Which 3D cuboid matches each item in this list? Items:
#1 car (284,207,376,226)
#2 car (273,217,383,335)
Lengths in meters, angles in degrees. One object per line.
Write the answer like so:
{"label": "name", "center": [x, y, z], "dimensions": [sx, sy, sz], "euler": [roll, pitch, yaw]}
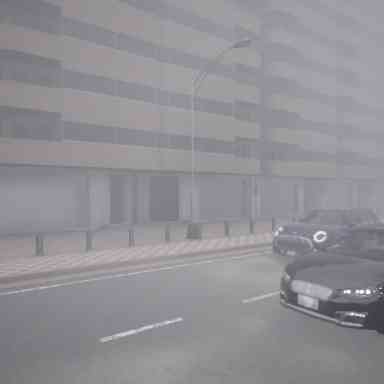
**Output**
{"label": "car", "center": [4.978, 1.351, 11.843], "dimensions": [4.553, 1.767, 2.097], "euler": [0, 0, -35]}
{"label": "car", "center": [3.834, 1.493, 6.737], "dimensions": [4.902, 1.511, 2.128], "euler": [0, 0, -36]}
